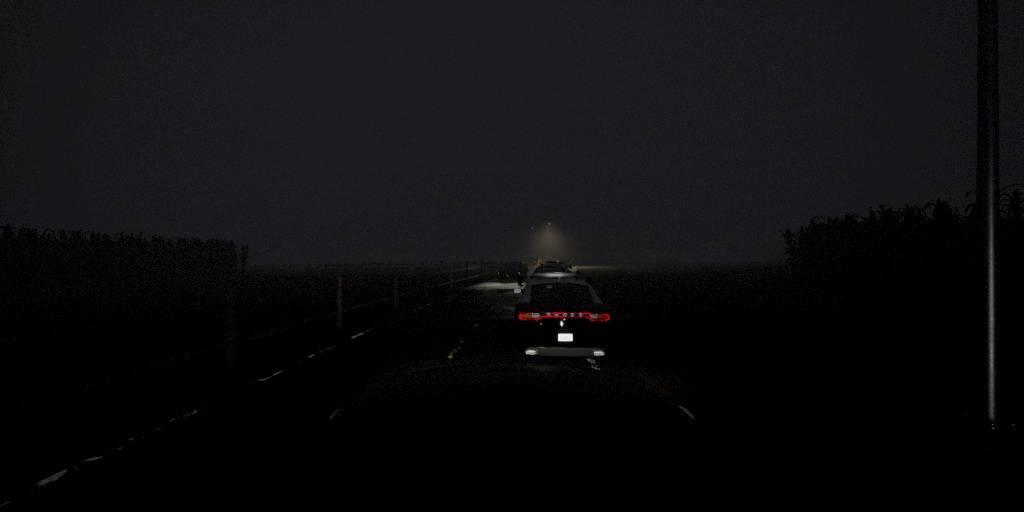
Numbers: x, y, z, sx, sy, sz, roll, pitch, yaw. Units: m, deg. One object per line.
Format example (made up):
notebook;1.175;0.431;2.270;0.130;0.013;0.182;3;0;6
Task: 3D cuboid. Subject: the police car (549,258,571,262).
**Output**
police car;2.855;1.159;24.295;1.930;1.638;5.238;0;0;10

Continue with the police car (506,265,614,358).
police car;1.057;1.173;8.647;1.930;1.638;5.238;0;0;3

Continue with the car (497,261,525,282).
car;0.145;1.208;28.960;1.882;1.535;5.008;0;0;11

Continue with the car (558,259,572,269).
car;8.271;1.259;55.911;1.994;1.385;4.181;0;0;11

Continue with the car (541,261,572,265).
car;1.967;1.218;18.342;1.882;1.535;5.008;0;0;7
